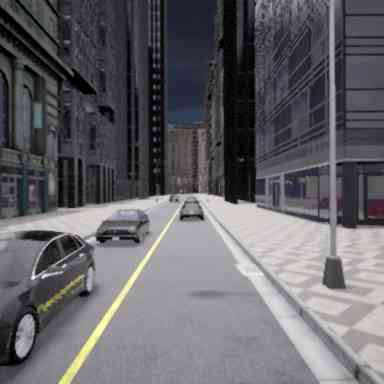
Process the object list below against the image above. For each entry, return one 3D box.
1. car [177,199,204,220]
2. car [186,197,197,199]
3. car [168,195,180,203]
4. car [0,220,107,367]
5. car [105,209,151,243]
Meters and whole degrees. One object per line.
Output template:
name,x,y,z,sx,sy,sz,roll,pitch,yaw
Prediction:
car,-0.013,1.514,27.612,1.994,1.385,4.181,0,0,0
car,-0.064,1.398,40.718,1.837,1.490,4.892,0,1,0
car,-3.279,1.302,62.174,1.837,1.490,4.892,0,0,0
car,-3.112,1.517,5.886,1.837,1.490,4.892,0,0,0
car,-3.154,1.545,16.387,2.033,1.411,5.357,0,0,0
